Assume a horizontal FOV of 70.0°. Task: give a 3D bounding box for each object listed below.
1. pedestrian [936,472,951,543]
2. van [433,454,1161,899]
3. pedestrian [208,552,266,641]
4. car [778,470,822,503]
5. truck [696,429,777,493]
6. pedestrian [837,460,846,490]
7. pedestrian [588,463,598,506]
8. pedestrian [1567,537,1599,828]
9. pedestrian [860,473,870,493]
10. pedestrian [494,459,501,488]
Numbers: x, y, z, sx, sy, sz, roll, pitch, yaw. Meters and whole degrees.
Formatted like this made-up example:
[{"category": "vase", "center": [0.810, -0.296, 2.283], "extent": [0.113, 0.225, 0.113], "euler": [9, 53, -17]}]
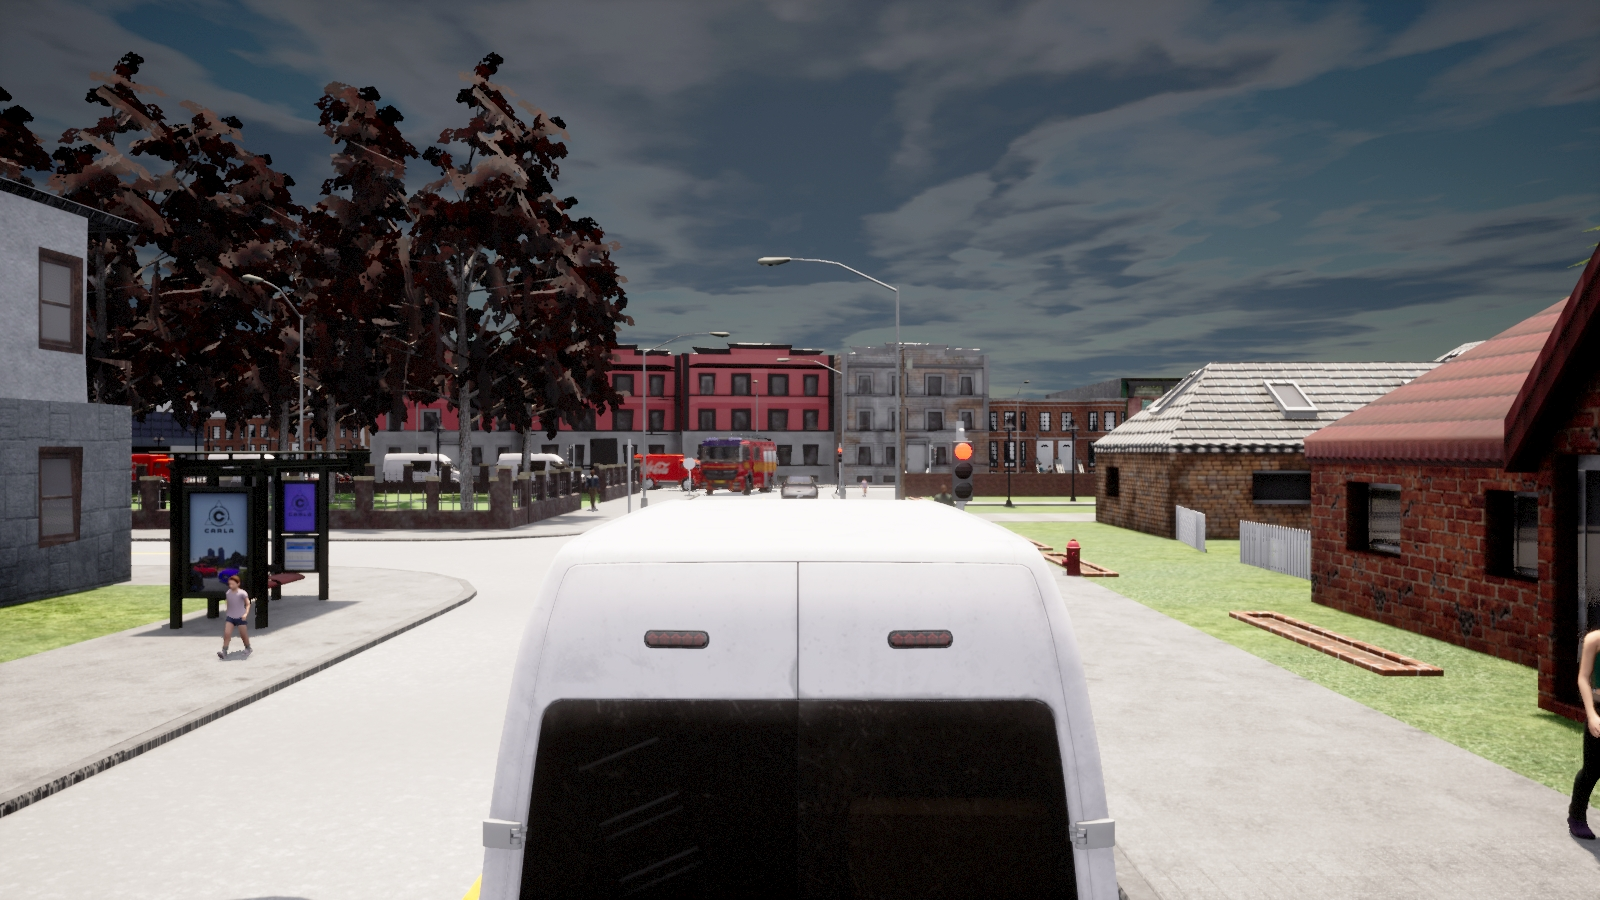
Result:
[{"category": "pedestrian", "center": [3.816, 1.523, 30.407], "extent": [0.375, 1.860, 0.375], "euler": [0, 0, 0]}, {"category": "van", "center": [-0.009, 1.315, 6.082], "extent": [1.988, 2.561, 5.915], "euler": [0, 0, 0]}, {"category": "pedestrian", "center": [-7.330, 1.896, 14.877], "extent": [0.500, 1.100, 0.500], "euler": [0, 0, 2]}, {"category": "car", "center": [-0.021, 1.827, 57.775], "extent": [2.128, 1.511, 4.902], "euler": [0, 0, 0]}, {"category": "truck", "center": [-3.910, 0.671, 72.814], "extent": [2.891, 3.827, 8.468], "euler": [0, 0, 13]}, {"category": "pedestrian", "center": [2.521, 1.516, 69.267], "extent": [0.375, 1.860, 0.375], "euler": [0, 0, 45]}, {"category": "pedestrian", "center": [-9.124, 1.526, 50.382], "extent": [0.375, 1.860, 0.375], "euler": [0, 0, -1]}, {"category": "pedestrian", "center": [5.391, 1.524, 7.571], "extent": [0.375, 1.860, 0.375], "euler": [0, 0, 5]}, {"category": "pedestrian", "center": [3.711, 1.898, 65.624], "extent": [0.500, 1.100, 0.500], "euler": [0, 0, -7]}, {"category": "pedestrian", "center": [-19.407, 1.523, 73.366], "extent": [0.375, 1.860, 0.375], "euler": [0, 0, 0]}]
